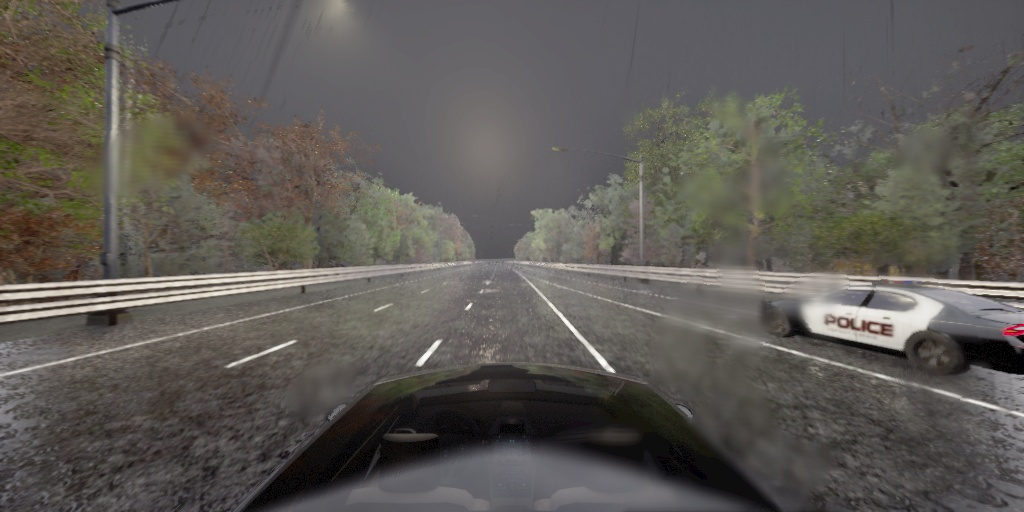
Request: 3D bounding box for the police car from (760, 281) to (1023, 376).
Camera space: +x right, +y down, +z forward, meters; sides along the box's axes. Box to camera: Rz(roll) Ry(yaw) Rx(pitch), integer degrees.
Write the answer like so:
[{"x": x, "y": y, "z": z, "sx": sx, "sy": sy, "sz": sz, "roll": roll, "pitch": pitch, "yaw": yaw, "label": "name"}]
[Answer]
[{"x": 7.889, "y": 1.323, "z": 7.764, "sx": 2.038, "sy": 1.542, "sz": 4.974, "roll": 0, "pitch": -1, "yaw": -9, "label": "police car"}]
